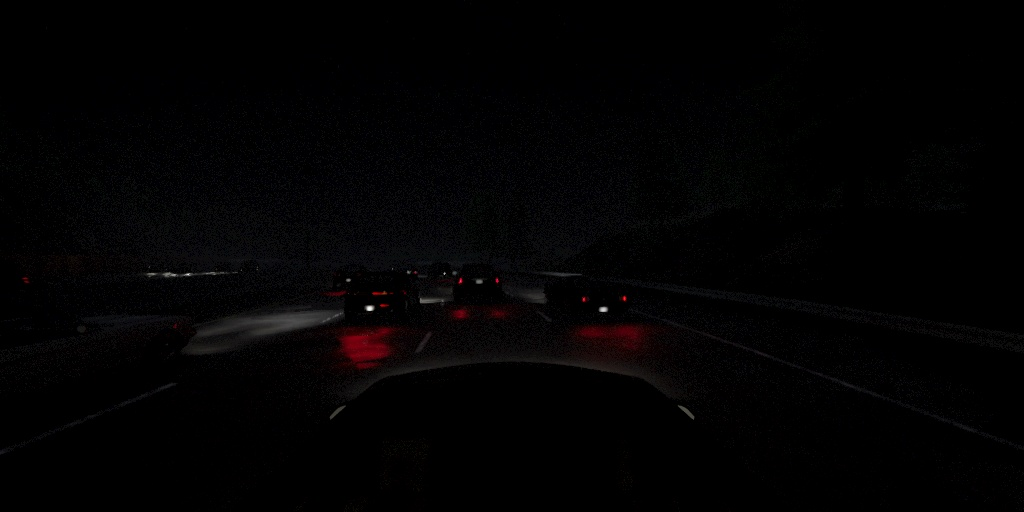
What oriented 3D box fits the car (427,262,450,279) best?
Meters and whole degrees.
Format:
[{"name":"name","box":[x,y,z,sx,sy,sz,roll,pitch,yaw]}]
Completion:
[{"name":"car","box":[-6.962,1.342,34.417,1.837,1.490,4.892,0,0,-22]}]

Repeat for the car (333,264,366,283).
[{"name":"car","box":[-10.547,1.313,23.970,1.882,1.535,5.008,0,0,-16]}]

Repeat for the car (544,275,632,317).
[{"name":"car","box":[2.523,1.359,13.225,1.895,1.301,4.718,0,0,-7]}]

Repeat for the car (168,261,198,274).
[{"name":"car","box":[-42.113,1.519,46.252,1.837,1.490,4.892,0,0,-33]}]

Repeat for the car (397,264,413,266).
[{"name":"car","box":[-9.434,1.391,31.513,2.033,1.411,5.357,0,0,-22]}]

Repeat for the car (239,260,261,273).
[{"name":"car","box":[-34.128,1.333,46.766,2.097,1.767,4.553,0,0,-33]}]

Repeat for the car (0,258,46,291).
[{"name":"car","box":[-18.425,1.070,10.701,2.150,2.045,5.566,0,0,-9]}]

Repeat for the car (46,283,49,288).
[{"name":"car","box":[-22.938,1.441,15.465,1.994,1.385,4.181,0,0,-13]}]

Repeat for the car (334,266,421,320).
[{"name":"car","box":[-4.517,1.294,12.986,1.837,1.490,4.892,0,0,-7]}]

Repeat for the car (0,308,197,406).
[{"name":"car","box":[-7.165,1.389,5.005,1.895,1.301,4.718,0,0,-3]}]

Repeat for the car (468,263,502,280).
[{"name":"car","box":[-2.574,1.379,32.868,1.994,1.385,4.181,0,0,-21]}]

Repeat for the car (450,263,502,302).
[{"name":"car","box":[-1.798,1.137,17.501,2.097,1.767,4.553,0,0,-11]}]
